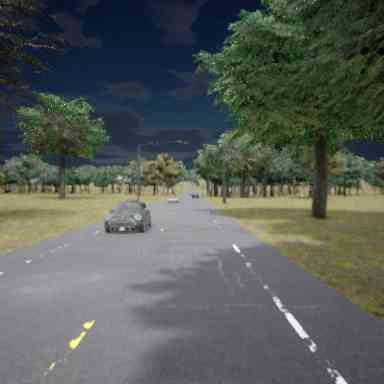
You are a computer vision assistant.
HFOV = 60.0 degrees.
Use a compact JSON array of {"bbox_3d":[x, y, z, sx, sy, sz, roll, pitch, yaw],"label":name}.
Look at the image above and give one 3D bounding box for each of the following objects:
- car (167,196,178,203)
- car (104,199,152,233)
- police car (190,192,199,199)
[{"bbox_3d":[-3.527,1.372,61.405,1.895,1.301,4.718,0,0,1],"label":"car"},{"bbox_3d":[-3.600,1.316,19.372,2.097,1.767,4.553,0,0,0],"label":"car"},{"bbox_3d":[1.043,1.076,95.097,1.930,1.638,5.238,0,0,0],"label":"police car"}]
